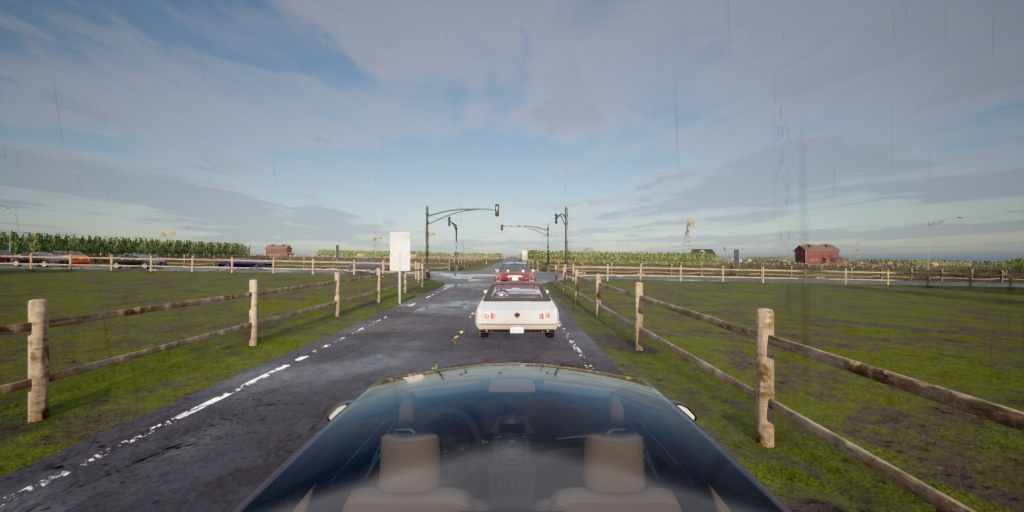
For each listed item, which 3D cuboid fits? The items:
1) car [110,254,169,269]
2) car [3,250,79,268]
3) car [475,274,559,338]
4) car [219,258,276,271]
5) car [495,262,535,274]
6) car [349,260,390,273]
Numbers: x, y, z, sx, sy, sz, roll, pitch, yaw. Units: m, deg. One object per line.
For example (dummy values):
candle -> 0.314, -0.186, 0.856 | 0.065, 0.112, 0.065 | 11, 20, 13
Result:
car -> -38.203, 0.573, 36.813 | 4.892, 1.490, 1.837 | 1, 0, 0
car -> -48.344, 0.391, 36.877 | 4.892, 1.490, 1.837 | 1, 0, 1
car -> 0.123, 1.351, 10.158 | 1.895, 1.301, 4.718 | 0, 0, 0
car -> -27.018, 0.870, 36.769 | 4.718, 1.301, 1.895 | 1, 0, 0
car -> 0.178, 1.103, 19.146 | 2.097, 1.767, 4.553 | 0, 0, 1
car -> -14.429, 1.062, 36.738 | 4.181, 1.385, 1.994 | 1, 0, 0
